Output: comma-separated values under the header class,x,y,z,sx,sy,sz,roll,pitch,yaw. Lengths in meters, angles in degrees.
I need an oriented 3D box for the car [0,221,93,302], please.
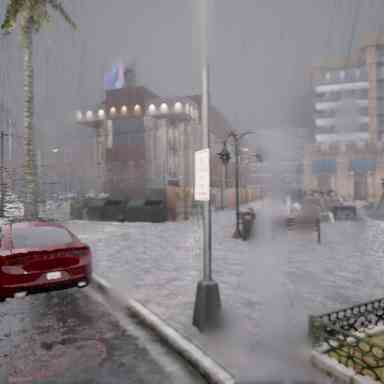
class,x,y,z,sx,sy,sz,roll,pitch,yaw
car,-4.152,1.492,8.522,1.882,1.535,5.008,-1,0,-36
